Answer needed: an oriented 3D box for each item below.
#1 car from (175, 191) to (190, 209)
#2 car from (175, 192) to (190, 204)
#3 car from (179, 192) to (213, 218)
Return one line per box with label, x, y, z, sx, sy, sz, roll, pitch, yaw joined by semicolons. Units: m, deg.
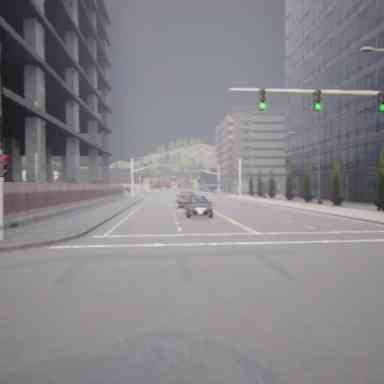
car;-0.447;0.738;34.492;2.097;1.767;4.553;0;1;-5
car;-1.288;0.740;44.516;1.812;1.442;4.674;0;1;-4
car;0.375;1.046;24.696;2.128;1.511;4.902;0;1;-5
